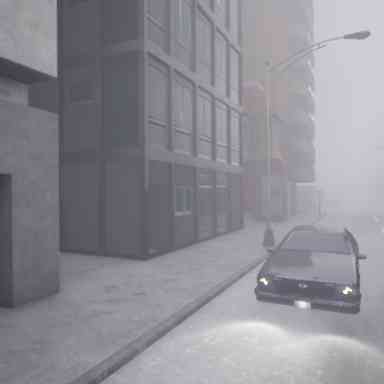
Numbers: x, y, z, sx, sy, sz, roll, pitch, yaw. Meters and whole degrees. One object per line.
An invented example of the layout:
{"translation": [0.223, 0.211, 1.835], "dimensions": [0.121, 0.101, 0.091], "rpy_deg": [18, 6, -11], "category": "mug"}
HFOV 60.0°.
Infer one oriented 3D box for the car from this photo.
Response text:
{"translation": [3.086, 1.540, 8.094], "dimensions": [2.033, 1.411, 5.357], "rpy_deg": [-1, 0, 27], "category": "car"}
